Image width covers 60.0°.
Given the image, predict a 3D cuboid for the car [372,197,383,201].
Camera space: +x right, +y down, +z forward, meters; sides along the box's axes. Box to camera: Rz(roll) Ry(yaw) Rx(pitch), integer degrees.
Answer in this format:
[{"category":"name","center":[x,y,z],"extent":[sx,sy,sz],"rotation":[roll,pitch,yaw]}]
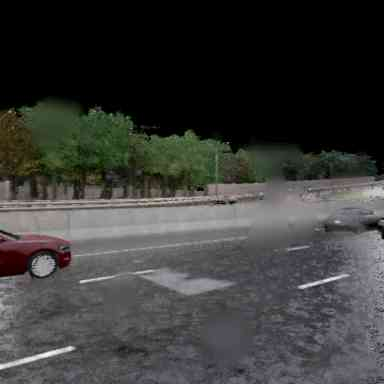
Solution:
[{"category":"car","center":[28.834,1.536,50.487],"extent":[5.357,1.411,2.033],"rotation":[0,0,-35]}]

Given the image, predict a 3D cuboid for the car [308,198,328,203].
[{"category":"car","center":[15.913,1.529,41.197],"extent":[4.892,1.490,1.837],"rotation":[0,0,-36]}]

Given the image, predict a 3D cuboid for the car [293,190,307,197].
[{"category":"car","center":[24.512,0.380,75.725],"extent":[2.128,1.511,4.902],"rotation":[0,3,40]}]

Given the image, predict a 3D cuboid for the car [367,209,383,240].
[{"category":"car","center":[10.648,1.504,15.642],"extent":[4.902,1.511,2.128],"rotation":[0,0,-36]}]

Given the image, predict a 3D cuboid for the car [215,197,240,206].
[{"category":"car","center":[5.386,1.426,50.526],"extent":[1.895,1.301,4.718],"rotation":[0,1,34]}]

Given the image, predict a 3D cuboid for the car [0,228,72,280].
[{"category":"car","center":[-5.643,1.477,8.318],"extent":[5.008,1.535,1.882],"rotation":[0,0,-36]}]

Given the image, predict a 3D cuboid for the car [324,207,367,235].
[{"category":"car","center":[9.482,1.577,19.111],"extent":[4.181,1.385,1.994],"rotation":[0,0,-36]}]

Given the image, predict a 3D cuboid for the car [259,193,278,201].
[{"category":"car","center":[14.687,0.992,63.378],"extent":[2.033,1.411,5.357],"rotation":[0,2,37]}]

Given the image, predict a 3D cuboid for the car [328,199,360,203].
[{"category":"car","center":[18.251,1.625,38.569],"extent":[4.718,1.301,1.895],"rotation":[0,0,-36]}]
